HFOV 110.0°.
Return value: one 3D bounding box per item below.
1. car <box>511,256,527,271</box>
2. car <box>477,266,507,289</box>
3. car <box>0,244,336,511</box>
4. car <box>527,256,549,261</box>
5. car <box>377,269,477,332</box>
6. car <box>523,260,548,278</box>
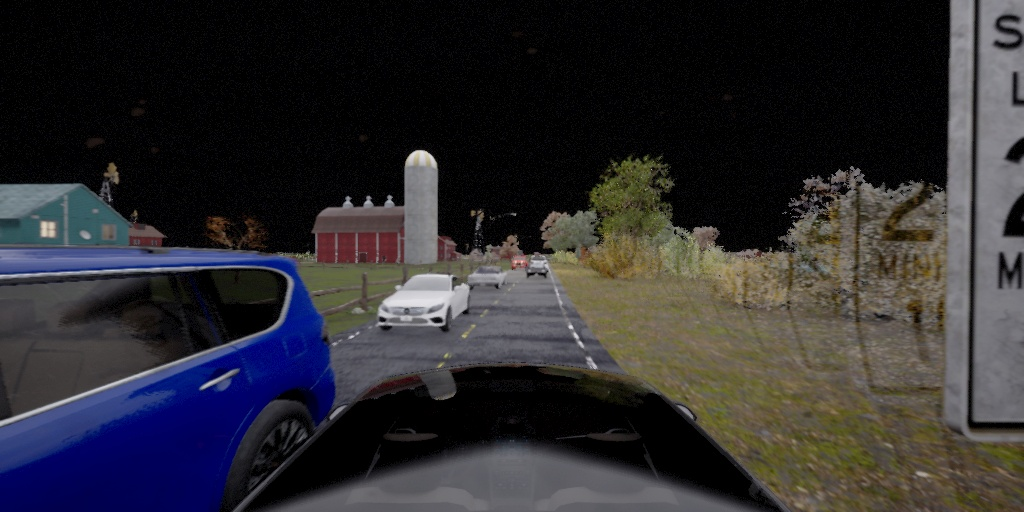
[{"bbox_3d":[1.137,1.032,50.738,2.150,2.045,5.566,0,0,5],"label":"car"},{"bbox_3d":[-1.492,1.329,22.754,1.895,1.301,4.718,0,0,5],"label":"car"},{"bbox_3d":[-2.776,0.961,1.125,2.150,2.045,5.566,0,0,1],"label":"car"},{"bbox_3d":[3.438,0.982,45.423,2.150,2.045,5.566,0,0,6],"label":"car"},{"bbox_3d":[-2.429,1.259,11.047,1.812,1.442,4.674,0,0,3],"label":"car"},{"bbox_3d":[2.302,1.343,33.155,1.895,1.301,4.718,0,0,5],"label":"car"}]
